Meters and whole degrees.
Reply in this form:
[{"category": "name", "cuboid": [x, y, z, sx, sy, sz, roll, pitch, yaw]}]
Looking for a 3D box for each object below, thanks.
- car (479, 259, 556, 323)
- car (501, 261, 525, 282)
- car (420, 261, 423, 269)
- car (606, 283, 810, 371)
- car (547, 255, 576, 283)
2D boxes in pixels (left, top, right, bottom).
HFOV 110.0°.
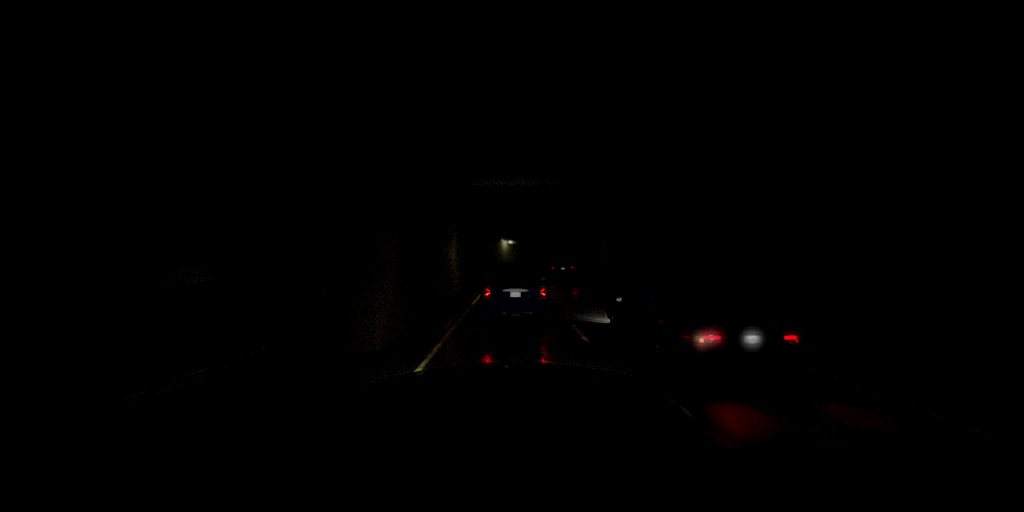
[{"category": "car", "cuboid": [0.099, 1.103, 12.190, 2.097, 1.767, 4.553, 0, 0, 0]}, {"category": "car", "cuboid": [0.094, 1.229, 30.312, 1.882, 1.535, 5.008, 0, 0, 0]}, {"category": "car", "cuboid": [-7.140, 1.316, 28.251, 1.994, 1.385, 4.181, 0, 0, 0]}, {"category": "car", "cuboid": [3.599, 1.298, 7.879, 2.033, 1.411, 5.357, 0, 0, 0]}, {"category": "car", "cuboid": [3.596, 0.973, 28.025, 2.150, 2.045, 5.566, 0, 0, 0]}]
